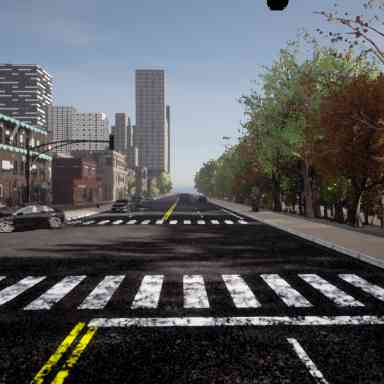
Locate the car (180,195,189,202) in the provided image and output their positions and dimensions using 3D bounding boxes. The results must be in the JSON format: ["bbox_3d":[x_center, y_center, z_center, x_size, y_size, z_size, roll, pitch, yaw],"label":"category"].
[{"bbox_3d":[-1.751,1.447,74.245,1.882,1.535,5.008,0,0,-1],"label":"car"}]

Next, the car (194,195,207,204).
[{"bbox_3d":[1.851,1.454,62.887,1.882,1.535,5.008,0,0,-1],"label":"car"}]

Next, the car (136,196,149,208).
[{"bbox_3d":[-7.710,1.336,46.752,2.097,1.767,4.553,0,0,-1],"label":"car"}]

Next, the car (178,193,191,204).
[{"bbox_3d":[-1.377,1.195,61.967,2.150,2.045,5.566,0,0,-1],"label":"car"}]

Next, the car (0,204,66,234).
[{"bbox_3d":[-9.849,1.504,19.558,2.128,1.511,4.902,0,0,35],"label":"car"}]

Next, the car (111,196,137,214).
[{"bbox_3d":[-7.452,1.495,35.878,1.837,1.490,4.892,0,0,-1],"label":"car"}]

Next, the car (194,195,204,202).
[{"bbox_3d":[1.508,1.470,72.992,1.837,1.490,4.892,0,0,-1],"label":"car"}]

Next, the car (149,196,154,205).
[{"bbox_3d":[-8.002,1.469,60.433,2.128,1.511,4.902,0,0,-1],"label":"car"}]
